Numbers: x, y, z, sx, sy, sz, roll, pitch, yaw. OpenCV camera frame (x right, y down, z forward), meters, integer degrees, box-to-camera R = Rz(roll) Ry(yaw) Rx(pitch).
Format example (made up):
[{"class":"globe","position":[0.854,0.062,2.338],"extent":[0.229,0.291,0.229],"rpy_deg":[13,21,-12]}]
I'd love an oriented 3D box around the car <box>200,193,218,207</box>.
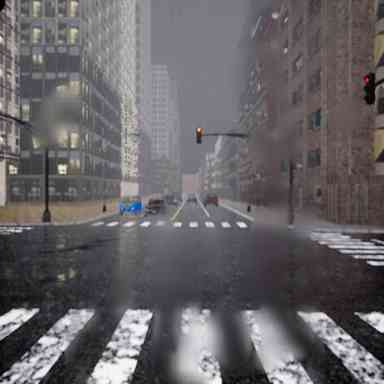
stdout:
[{"class":"car","position":[2.675,1.127,47.748],"extent":[2.192,1.841,5.009],"rpy_deg":[0,0,0]}]

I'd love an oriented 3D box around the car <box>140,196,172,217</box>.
[{"class":"car","position":[-3.107,1.384,29.516],"extent":[1.837,1.490,4.892],"rpy_deg":[0,0,0]}]

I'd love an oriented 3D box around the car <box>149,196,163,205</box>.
[{"class":"car","position":[-5.706,1.318,53.126],"extent":[1.752,1.417,4.829],"rpy_deg":[0,0,0]}]

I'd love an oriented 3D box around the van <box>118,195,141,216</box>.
[{"class":"van","position":[-5.700,1.215,31.091],"extent":[1.690,1.788,3.998],"rpy_deg":[0,0,0]}]

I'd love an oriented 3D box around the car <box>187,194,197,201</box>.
[{"class":"car","position":[-0.018,1.120,70.594],"extent":[2.033,1.411,5.357],"rpy_deg":[0,0,0]}]

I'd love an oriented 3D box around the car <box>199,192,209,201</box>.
[{"class":"car","position":[2.668,1.029,75.501],"extent":[2.192,1.841,5.009],"rpy_deg":[0,0,0]}]

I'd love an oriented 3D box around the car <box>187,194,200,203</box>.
[{"class":"car","position":[-0.013,1.366,60.619],"extent":[1.895,1.301,4.718],"rpy_deg":[0,0,0]}]

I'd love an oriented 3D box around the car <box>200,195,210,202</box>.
[{"class":"car","position":[2.670,1.283,69.951],"extent":[2.008,1.369,4.403],"rpy_deg":[0,0,0]}]

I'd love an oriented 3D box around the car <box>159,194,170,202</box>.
[{"class":"car","position":[-5.711,1.173,69.948],"extent":[1.967,1.590,4.097],"rpy_deg":[0,0,0]}]

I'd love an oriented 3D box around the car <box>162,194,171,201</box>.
[{"class":"car","position":[-5.712,1.240,75.329],"extent":[1.752,1.417,4.829],"rpy_deg":[0,0,0]}]

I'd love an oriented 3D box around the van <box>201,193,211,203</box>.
[{"class":"van","position":[2.671,1.093,64.400],"extent":[1.690,1.788,3.998],"rpy_deg":[0,0,0]}]

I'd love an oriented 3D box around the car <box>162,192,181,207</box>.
[{"class":"car","position":[-3.099,1.165,47.348],"extent":[2.097,1.767,4.553],"rpy_deg":[0,0,0]}]

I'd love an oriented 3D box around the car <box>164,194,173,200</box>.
[{"class":"car","position":[-5.713,1.247,81.050],"extent":[2.008,1.369,4.403],"rpy_deg":[0,0,0]}]
